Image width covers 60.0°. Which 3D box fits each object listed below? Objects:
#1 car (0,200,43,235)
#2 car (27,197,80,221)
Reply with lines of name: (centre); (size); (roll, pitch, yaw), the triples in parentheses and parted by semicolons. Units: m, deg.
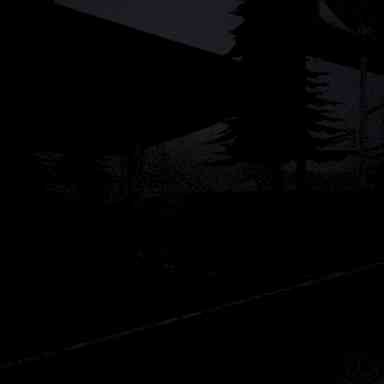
car: (-10.666, 1.472, 17.422); (4.611, 1.667, 2.242); (0, 0, -36)
car: (-10.464, 1.277, 24.550); (3.866, 1.878, 1.905); (0, 0, -36)
